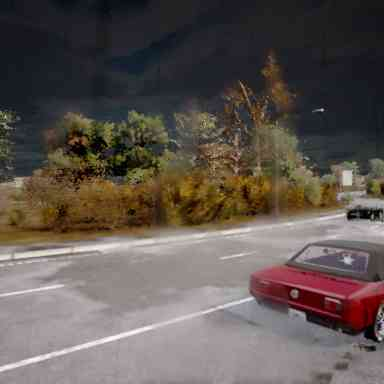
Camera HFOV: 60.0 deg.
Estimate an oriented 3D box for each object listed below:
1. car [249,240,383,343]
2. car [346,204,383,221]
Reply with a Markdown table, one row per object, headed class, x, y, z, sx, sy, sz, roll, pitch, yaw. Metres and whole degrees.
| class | x | y | z | sx | sy | sz | roll | pitch | yaw |
| --- | --- | --- | --- | --- | --- | --- | --- | --- | --- |
| car | 3.355 | 1.613 | 6.535 | 4.718 | 1.301 | 1.895 | 0 | 0 | -39 |
| car | 14.167 | 1.635 | 27.247 | 1.895 | 1.301 | 4.718 | 0 | 0 | 40 |
